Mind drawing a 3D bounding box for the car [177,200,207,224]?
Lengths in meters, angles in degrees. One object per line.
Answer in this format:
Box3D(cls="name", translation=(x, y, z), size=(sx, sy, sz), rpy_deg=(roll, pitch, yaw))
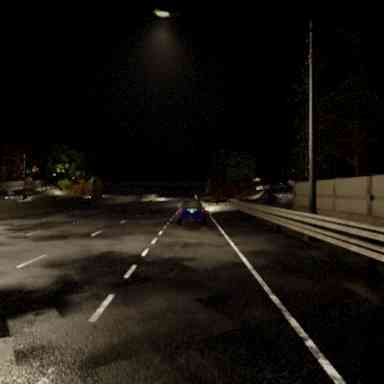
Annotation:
Box3D(cls="car", translation=(0.006, 1.391, 25.229), size=(2.097, 1.767, 4.553), rpy_deg=(0, 0, 0))
